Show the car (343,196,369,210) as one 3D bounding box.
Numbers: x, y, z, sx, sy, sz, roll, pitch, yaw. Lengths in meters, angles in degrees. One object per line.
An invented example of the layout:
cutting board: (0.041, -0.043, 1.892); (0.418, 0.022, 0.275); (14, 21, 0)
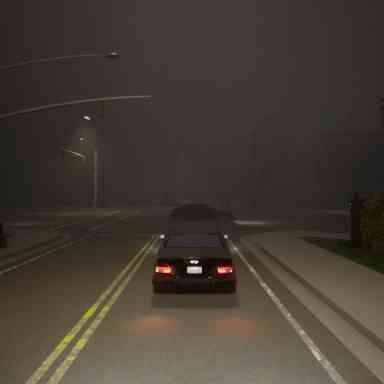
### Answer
car: (20.133, 1.306, 38.833); (4.553, 1.767, 2.097); (0, 0, -1)

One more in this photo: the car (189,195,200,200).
car: (0.564, 1.524, 78.927); (1.812, 1.442, 4.674); (0, 0, 12)

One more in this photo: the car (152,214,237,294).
car: (0.054, 1.547, 8.913); (2.033, 1.411, 5.357); (0, 0, 0)

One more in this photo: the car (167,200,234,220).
car: (0.702, 1.534, 24.429); (4.674, 1.442, 1.812); (0, 0, -1)

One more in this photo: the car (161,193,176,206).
car: (-3.713, 1.221, 53.947); (2.150, 2.045, 5.566); (0, 0, 0)
